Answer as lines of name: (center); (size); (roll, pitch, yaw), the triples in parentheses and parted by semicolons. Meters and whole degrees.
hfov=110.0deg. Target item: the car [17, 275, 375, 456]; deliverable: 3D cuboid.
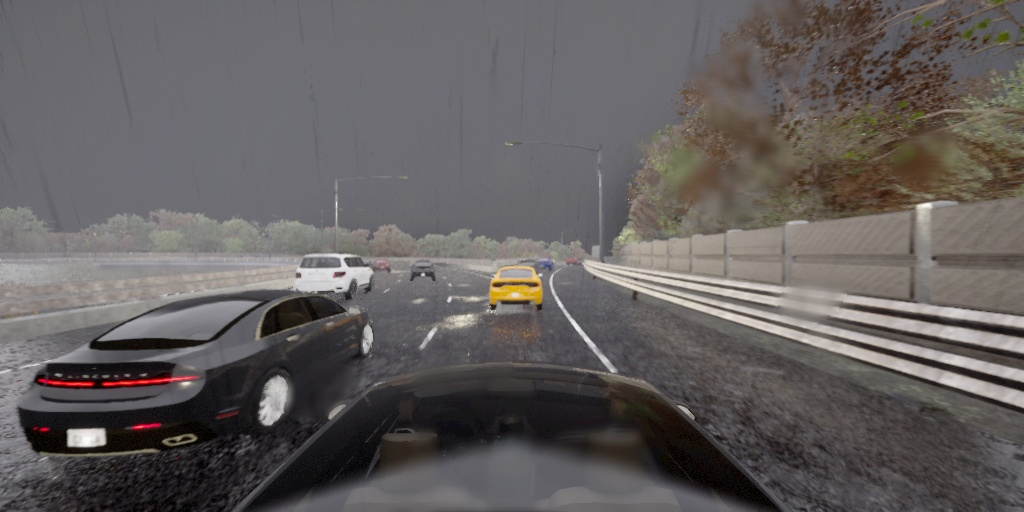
car: (-3.647, 1.251, 5.416); (1.837, 1.490, 4.892); (0, 0, -2)

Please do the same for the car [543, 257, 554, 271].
car: (3.918, 0.897, 42.718); (1.882, 1.535, 5.008); (0, 0, 12)

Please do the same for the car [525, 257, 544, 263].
car: (1.247, 1.059, 26.914); (1.837, 1.490, 4.892); (-1, 0, 6)

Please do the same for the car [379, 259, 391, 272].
car: (-15.444, 1.075, 42.330); (1.812, 1.442, 4.674); (0, 0, -23)

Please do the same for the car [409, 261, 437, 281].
car: (-7.114, 1.098, 28.629); (1.837, 1.490, 4.892); (-1, 1, -14)

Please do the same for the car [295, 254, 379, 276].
car: (-8.232, 0.911, 17.125); (2.150, 2.045, 5.566); (0, 0, -8)

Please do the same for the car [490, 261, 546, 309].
car: (0.222, 1.131, 14.463); (1.882, 1.535, 5.008); (0, 0, 3)
